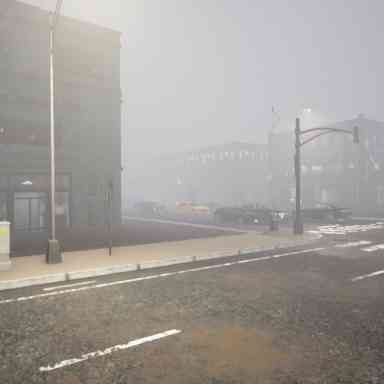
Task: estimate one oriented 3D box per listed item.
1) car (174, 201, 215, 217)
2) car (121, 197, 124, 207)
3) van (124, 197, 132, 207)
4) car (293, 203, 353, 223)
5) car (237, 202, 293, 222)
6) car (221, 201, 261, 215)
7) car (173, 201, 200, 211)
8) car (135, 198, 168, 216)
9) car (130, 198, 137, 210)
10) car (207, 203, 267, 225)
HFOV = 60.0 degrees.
[{"bbox_3d":[-0.111,1.812,36.372,1.882,1.535,5.008,-1,0,-36],"label":"car"},{"bbox_3d":[-13.639,1.937,65.370,2.192,1.841,5.009,-1,0,-35],"label":"car"},{"bbox_3d":[-10.431,1.904,60.859,1.690,1.788,3.998,-1,0,-35],"label":"van"},{"bbox_3d":[10.372,1.638,26.896,2.128,1.511,4.902,-1,0,-36],"label":"car"},{"bbox_3d":[5.686,1.711,28.208,2.128,1.511,4.902,-1,0,-35],"label":"car"},{"bbox_3d":[5.606,1.807,38.301,2.008,1.369,4.403,-2,0,-35],"label":"car"},{"bbox_3d":[-0.805,1.963,47.324,1.802,1.307,4.206,-2,0,-35],"label":"car"},{"bbox_3d":[-4.433,1.844,37.956,1.967,1.590,4.097,-1,0,-35],"label":"car"},{"bbox_3d":[-6.105,1.929,44.821,1.882,1.535,5.008,-1,0,-35],"label":"car"},{"bbox_3d":[3.510,1.812,26.575,1.947,1.339,4.313,-2,0,-35],"label":"car"}]
